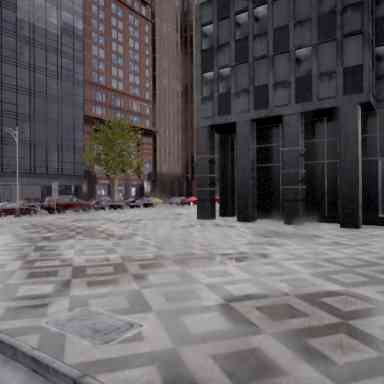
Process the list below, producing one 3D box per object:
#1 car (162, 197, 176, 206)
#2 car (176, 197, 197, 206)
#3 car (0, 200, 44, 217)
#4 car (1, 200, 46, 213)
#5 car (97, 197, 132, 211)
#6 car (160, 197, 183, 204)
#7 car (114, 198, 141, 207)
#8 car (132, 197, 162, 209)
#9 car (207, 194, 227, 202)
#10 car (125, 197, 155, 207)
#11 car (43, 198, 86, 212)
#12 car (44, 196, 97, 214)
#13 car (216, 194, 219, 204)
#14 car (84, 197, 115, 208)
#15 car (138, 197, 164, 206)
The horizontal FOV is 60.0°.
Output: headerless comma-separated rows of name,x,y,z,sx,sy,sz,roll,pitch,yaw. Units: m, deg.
car,-2.021,1.497,54.741,2.033,1.411,5.357,-1,0,35
car,-0.013,1.463,53.047,1.887,1.381,4.507,-1,0,35
car,-16.046,1.577,29.856,1.802,1.307,4.206,-1,0,35
car,-19.849,1.643,39.346,1.947,1.339,4.313,-1,0,35
car,-9.632,1.526,39.133,1.947,1.339,4.313,-1,0,35
car,-3.814,1.576,62.539,1.947,1.339,4.313,-1,0,35
car,-10.228,1.614,53.261,1.802,1.307,4.206,-1,0,35
car,-6.426,1.510,43.770,1.947,1.339,4.313,-1,0,35
car,5.806,1.298,76.456,2.192,1.841,5.009,-1,0,35
car,-8.014,1.525,51.577,1.812,1.442,4.674,-1,0,35
car,-15.540,1.560,40.737,1.812,1.442,4.674,-1,0,35
car,-12.841,1.291,34.496,2.192,1.841,5.009,-1,0,35
car,3.192,1.223,57.687,2.192,1.841,5.009,-1,0,35
car,-13.437,1.486,48.623,1.967,1.590,4.097,-1,0,35
car,-7.118,1.546,57.760,1.752,1.417,4.829,-1,0,35
